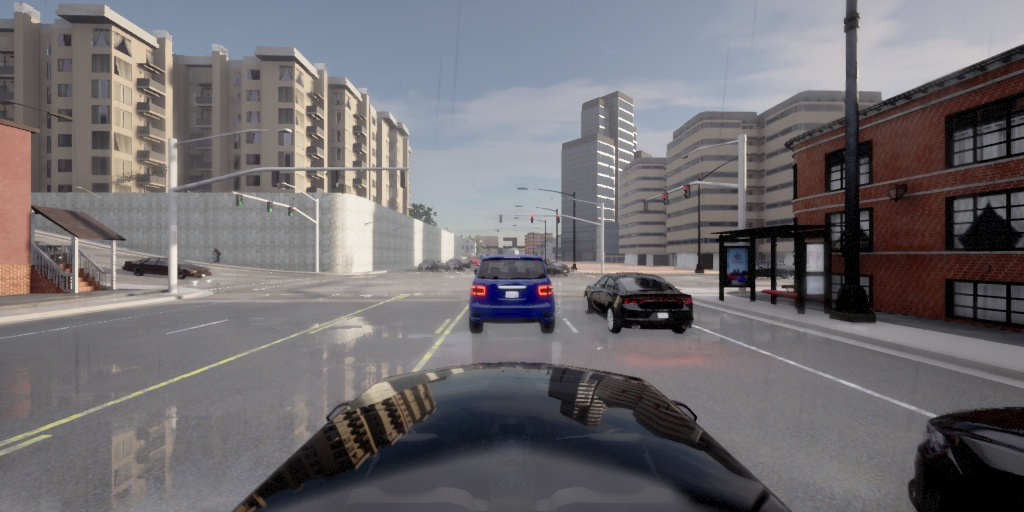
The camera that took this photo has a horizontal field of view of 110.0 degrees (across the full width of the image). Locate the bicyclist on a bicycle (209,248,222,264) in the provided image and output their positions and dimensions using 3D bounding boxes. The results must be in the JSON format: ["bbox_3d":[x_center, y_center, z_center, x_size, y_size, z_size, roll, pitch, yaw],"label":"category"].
[{"bbox_3d":[-31.073,0.029,37.679,0.582,1.620,1.656,6,0,0],"label":"bicyclist on a bicycle"}]

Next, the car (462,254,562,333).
[{"bbox_3d":[-0.007,0.971,10.858,2.150,2.045,5.566,0,0,0],"label":"car"}]

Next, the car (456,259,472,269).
[{"bbox_3d":[-7.602,1.228,56.760,1.882,1.535,5.008,0,0,0],"label":"car"}]

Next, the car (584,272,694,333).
[{"bbox_3d":[3.494,1.228,10.798,1.882,1.535,5.008,0,0,0],"label":"car"}]

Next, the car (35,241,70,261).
[{"bbox_3d":[-35.482,-0.392,26.615,4.181,1.385,1.994,10,0,-1],"label":"car"}]

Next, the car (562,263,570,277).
[{"bbox_3d":[3.898,1.276,35.622,1.812,1.442,4.674,-1,1,-30],"label":"car"}]

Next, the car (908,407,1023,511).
[{"bbox_3d":[3.609,1.238,0.351,2.128,1.511,4.902,0,0,0],"label":"car"}]

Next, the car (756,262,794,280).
[{"bbox_3d":[21.578,1.241,31.037,4.902,1.511,2.128,0,0,-1],"label":"car"}]

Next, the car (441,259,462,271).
[{"bbox_3d":[-7.520,1.241,47.329,2.128,1.511,4.902,0,0,0],"label":"car"}]

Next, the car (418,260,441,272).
[{"bbox_3d":[-11.017,1.241,47.227,2.128,1.511,4.902,0,0,0],"label":"car"}]

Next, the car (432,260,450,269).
[{"bbox_3d":[-11.104,1.351,56.491,1.895,1.301,4.718,0,0,0],"label":"car"}]

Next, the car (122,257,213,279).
[{"bbox_3d":[-25.632,0.837,26.738,5.357,1.411,2.033,5,0,-1],"label":"car"}]
